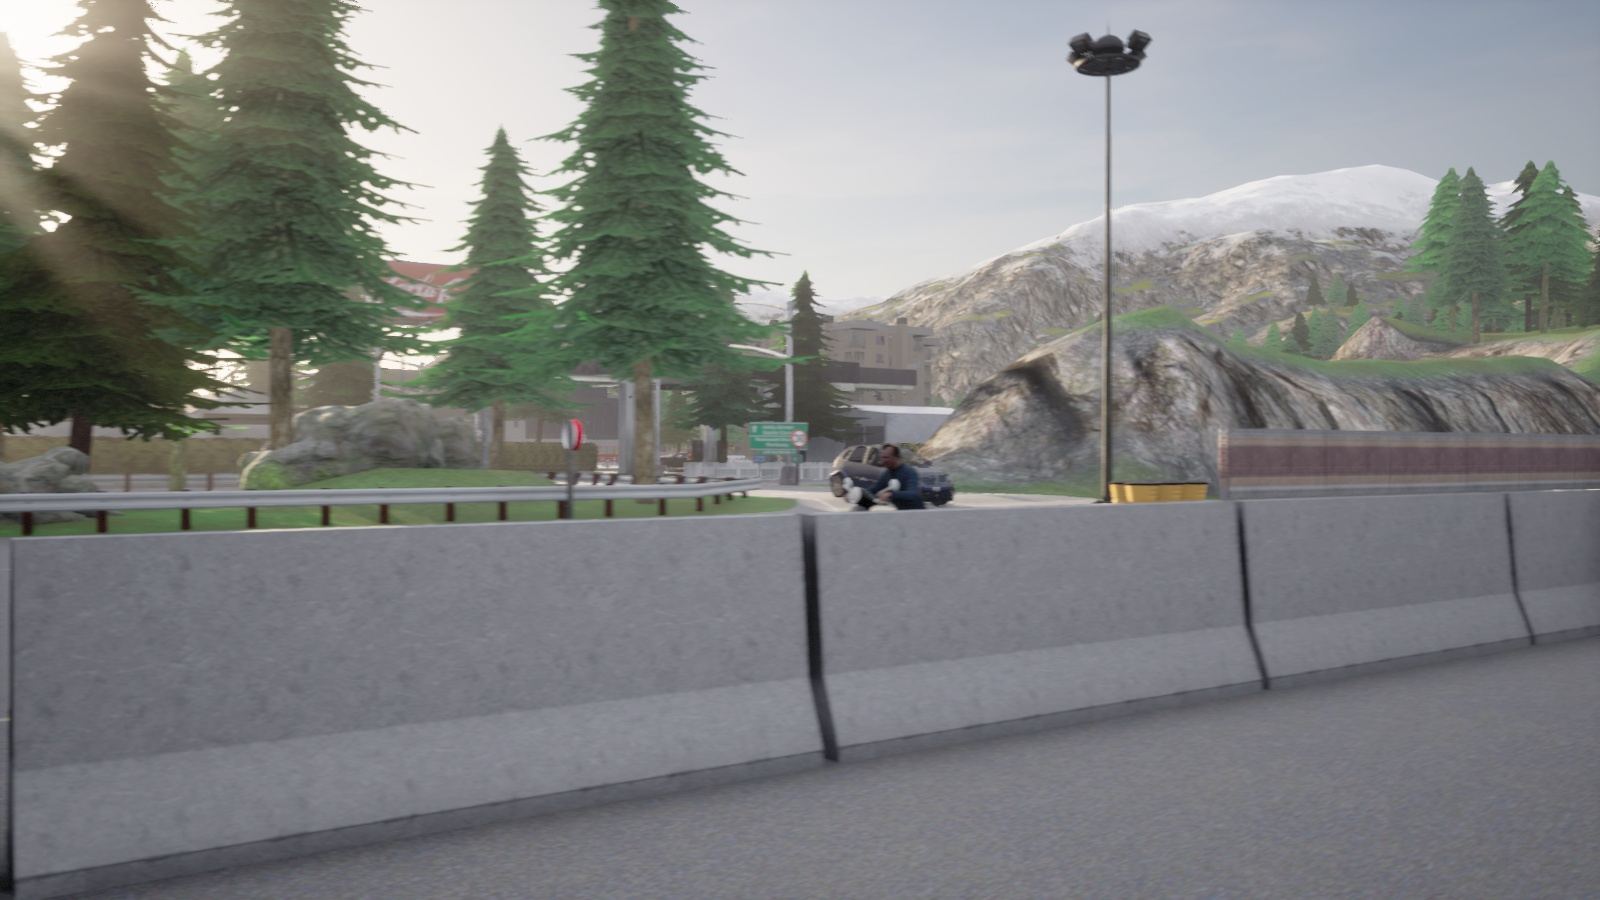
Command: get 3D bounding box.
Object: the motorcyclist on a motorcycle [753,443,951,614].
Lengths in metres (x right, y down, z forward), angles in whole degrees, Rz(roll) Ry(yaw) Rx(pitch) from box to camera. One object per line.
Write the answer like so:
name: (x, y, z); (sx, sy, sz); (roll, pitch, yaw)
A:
motorcyclist on a motorcycle: (0.532, 0.728, 12.558); (1.817, 1.590, 0.866); (0, 0, -35)

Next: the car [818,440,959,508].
car: (2.431, 0.622, 35.543); (1.851, 1.617, 3.988); (0, 4, -34)
